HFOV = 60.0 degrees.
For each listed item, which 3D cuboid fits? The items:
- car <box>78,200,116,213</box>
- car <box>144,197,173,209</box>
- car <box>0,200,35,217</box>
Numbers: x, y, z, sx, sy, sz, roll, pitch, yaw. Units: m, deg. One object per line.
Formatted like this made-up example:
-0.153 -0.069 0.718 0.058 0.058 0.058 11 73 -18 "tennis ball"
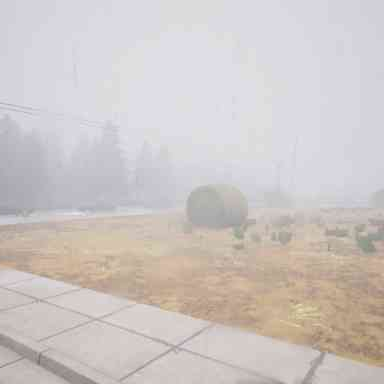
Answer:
-10.727 1.591 37.768 1.994 1.385 4.181 0 0 36 "car"
-4.574 1.532 46.051 1.837 1.490 4.892 0 0 36 "car"
-16.671 1.518 29.741 2.128 1.511 4.902 0 0 37 "car"
